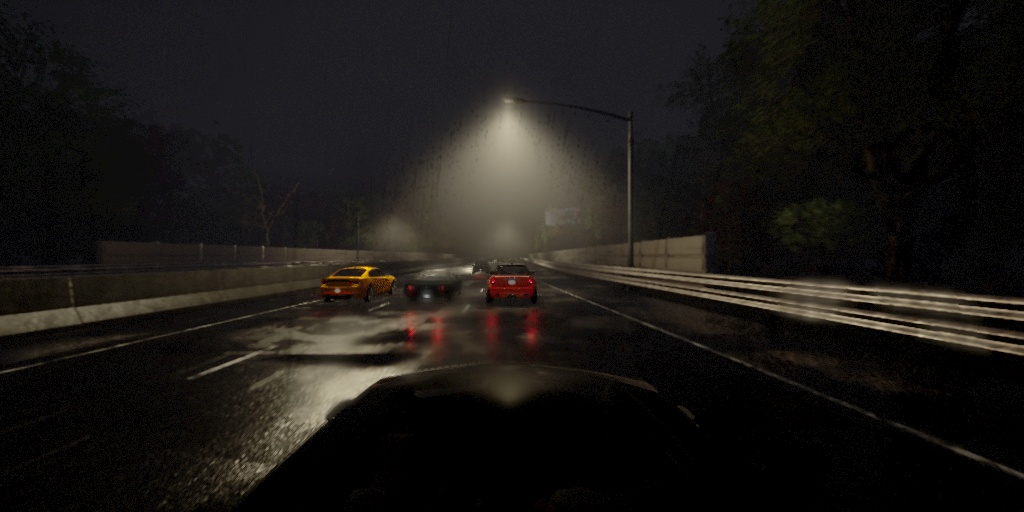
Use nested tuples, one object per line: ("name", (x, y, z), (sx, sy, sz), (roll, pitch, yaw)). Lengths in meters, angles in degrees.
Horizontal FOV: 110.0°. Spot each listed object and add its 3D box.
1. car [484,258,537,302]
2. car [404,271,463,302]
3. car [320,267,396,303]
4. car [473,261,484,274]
("car", (-0.003, 1.108, 17.034), (2.097, 1.767, 4.553), (0, 0, 0))
("car", (-3.501, 1.358, 16.978), (1.895, 1.301, 4.718), (0, 0, 0))
("car", (-7.002, 1.235, 16.863), (1.882, 1.535, 5.008), (0, 0, 0))
("car", (-3.500, 1.274, 42.211), (1.837, 1.490, 4.892), (0, 0, 0))
